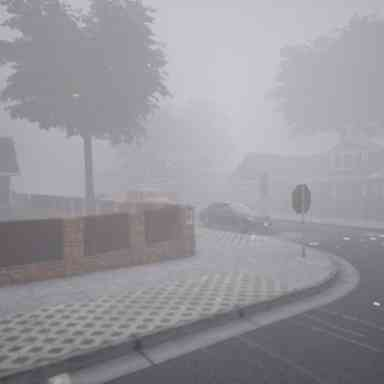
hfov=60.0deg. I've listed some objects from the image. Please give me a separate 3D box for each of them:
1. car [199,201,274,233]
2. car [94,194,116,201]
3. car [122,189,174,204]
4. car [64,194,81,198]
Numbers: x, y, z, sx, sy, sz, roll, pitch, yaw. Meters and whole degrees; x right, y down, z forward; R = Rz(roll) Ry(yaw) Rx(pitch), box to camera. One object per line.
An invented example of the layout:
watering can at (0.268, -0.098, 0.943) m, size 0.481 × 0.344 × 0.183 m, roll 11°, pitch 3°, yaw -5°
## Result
car at (2.218, 1.245, 17.903) m, size 1.812 × 1.442 × 4.674 m, roll -1°, pitch 1°, yaw -36°
car at (-9.310, 0.977, 34.106) m, size 2.128 × 1.511 × 4.902 m, roll -1°, pitch 1°, yaw -35°
car at (-3.521, 0.825, 25.934) m, size 2.150 × 2.045 × 5.566 m, roll -1°, pitch 1°, yaw -36°
car at (-15.157, 0.963, 42.376) m, size 1.895 × 1.301 × 4.718 m, roll -1°, pitch 1°, yaw -35°
